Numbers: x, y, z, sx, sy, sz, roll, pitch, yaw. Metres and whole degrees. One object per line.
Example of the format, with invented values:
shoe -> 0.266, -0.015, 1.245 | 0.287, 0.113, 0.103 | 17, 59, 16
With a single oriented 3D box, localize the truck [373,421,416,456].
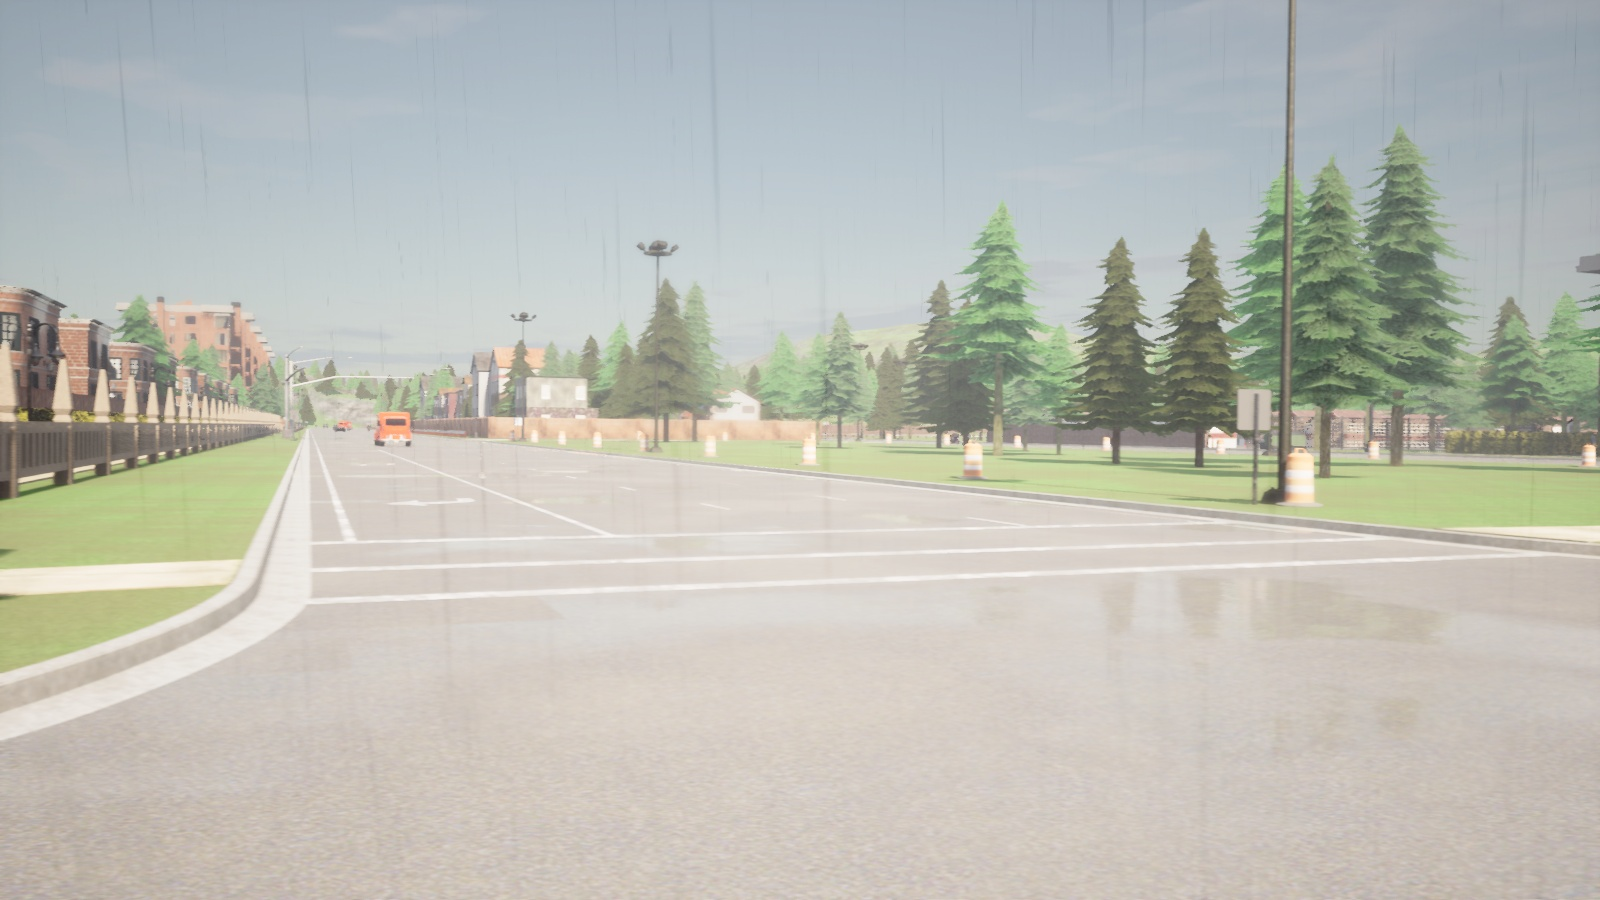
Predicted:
truck -> -29.533, -0.856, 91.346 | 2.627, 2.467, 5.204 | -1, 1, -21
